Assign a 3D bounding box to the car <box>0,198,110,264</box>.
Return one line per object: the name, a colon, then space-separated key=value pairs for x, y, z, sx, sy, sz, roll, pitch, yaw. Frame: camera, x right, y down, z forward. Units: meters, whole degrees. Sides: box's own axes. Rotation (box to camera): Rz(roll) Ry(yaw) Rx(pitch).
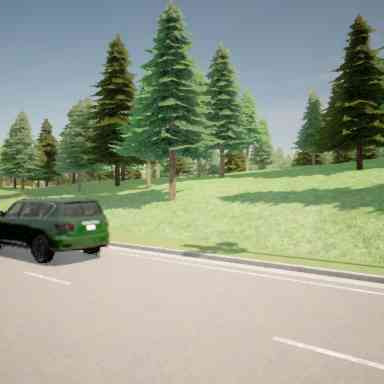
car: x=-5.391 y=1.221 z=12.085 sx=5.566 sy=2.045 sz=2.150 roll=0 pitch=0 yaw=35
